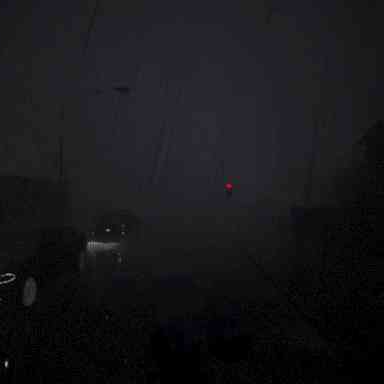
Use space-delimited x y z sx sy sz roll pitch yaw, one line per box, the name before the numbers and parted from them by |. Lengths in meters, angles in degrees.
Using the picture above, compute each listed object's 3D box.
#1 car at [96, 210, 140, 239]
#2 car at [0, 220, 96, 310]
car | -4.009 1.659 17.866 1.994 1.385 4.181 0 0 0
car | -4.093 1.522 8.121 1.882 1.535 5.008 0 -1 0
